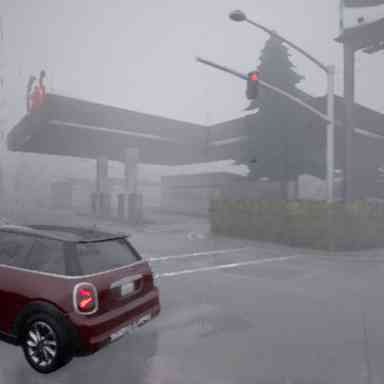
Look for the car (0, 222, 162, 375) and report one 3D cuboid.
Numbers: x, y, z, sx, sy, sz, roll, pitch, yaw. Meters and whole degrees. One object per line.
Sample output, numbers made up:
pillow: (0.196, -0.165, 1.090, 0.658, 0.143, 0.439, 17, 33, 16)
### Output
car: (-2.836, 1.300, 5.723, 4.553, 1.767, 2.097, 3, 0, 26)
